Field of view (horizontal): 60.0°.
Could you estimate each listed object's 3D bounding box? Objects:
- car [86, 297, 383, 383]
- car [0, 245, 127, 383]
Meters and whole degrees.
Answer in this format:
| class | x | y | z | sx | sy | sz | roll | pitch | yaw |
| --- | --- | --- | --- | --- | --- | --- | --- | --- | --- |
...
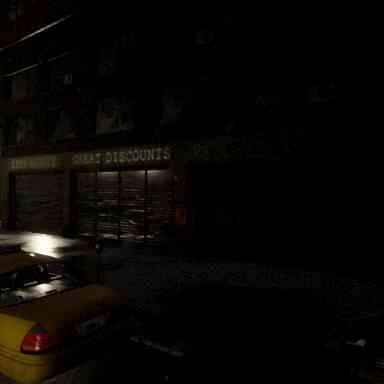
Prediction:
| class | x | y | z | sx | sy | sz | roll | pitch | yaw |
| --- | --- | --- | --- | --- | --- | --- | --- | --- | --- |
| car | 1.637 | 1.551 | 1.915 | 4.403 | 1.369 | 2.008 | 0 | 1 | 36 |
| car | -3.046 | 1.523 | 5.261 | 4.829 | 1.417 | 1.752 | 0 | 1 | 36 |
